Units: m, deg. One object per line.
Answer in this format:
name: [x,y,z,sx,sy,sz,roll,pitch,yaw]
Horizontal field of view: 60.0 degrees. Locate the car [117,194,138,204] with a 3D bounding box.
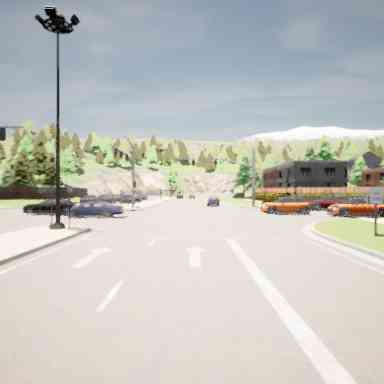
car: [-11.495,1.198,59.877,2.097,1.767,4.553,0,0,0]

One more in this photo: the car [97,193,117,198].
car: [-14.995,1.393,60.165,2.033,1.411,5.357,0,0,0]

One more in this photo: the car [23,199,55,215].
car: [-13.502,1.396,31.812,5.008,1.535,1.882,0,0,-1]

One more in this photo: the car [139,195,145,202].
car: [-11.494,1.419,68.704,1.895,1.301,4.718,0,0,0]

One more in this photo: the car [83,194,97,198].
car: [-18.495,1.198,59.963,2.097,1.767,4.553,0,0,0]

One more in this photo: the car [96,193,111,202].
car: [-18.494,1.176,69.779,2.097,1.767,4.553,0,0,0]

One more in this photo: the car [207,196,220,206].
car: [3.398,1.412,52.583,2.033,1.411,5.357,0,0,4]

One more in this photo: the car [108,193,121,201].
car: [-18.494,1.150,80.007,2.097,1.767,4.553,0,0,0]

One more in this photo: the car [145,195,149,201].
car: [-11.494,1.337,79.186,2.033,1.411,5.357,0,0,0]

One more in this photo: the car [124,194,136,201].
car: [-14.994,1.333,80.604,2.033,1.411,5.357,0,0,0]

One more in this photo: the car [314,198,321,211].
car: [15.815,1.250,39.177,4.553,1.767,2.097,0,0,1]

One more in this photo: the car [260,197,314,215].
car: [8.903,1.269,32.042,4.553,1.767,2.097,0,0,-1]

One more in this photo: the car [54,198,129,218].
car: [-8.436,1.475,28.364,5.357,1.411,2.033,0,0,-1]

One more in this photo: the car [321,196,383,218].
car: [14.035,1.276,28.594,4.553,1.767,2.097,0,0,-1]

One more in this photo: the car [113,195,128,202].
car: [-14.994,1.360,70.192,2.033,1.411,5.357,0,0,0]
